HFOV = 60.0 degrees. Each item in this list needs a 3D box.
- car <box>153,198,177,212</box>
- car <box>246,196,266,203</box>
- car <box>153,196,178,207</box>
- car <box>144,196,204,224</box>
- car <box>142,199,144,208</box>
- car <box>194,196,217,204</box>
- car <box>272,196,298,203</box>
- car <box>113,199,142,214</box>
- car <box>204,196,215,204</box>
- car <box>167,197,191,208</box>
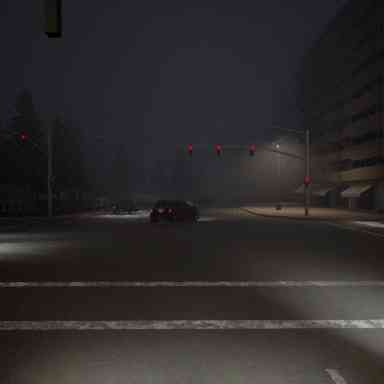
[{"bbox_3d":[-3.208,1.491,40.629,2.128,1.511,4.902,0,0,4],"label":"car"},{"bbox_3d":[13.156,1.477,68.031,5.008,1.535,1.882,0,0,-41],"label":"car"},{"bbox_3d":[-4.269,1.491,53.968,2.128,1.511,4.902,0,0,20],"label":"car"},{"bbox_3d":[-1.244,1.382,25.260,2.097,1.767,4.553,0,0,28],"label":"car"},{"bbox_3d":[-6.398,1.601,44.125,1.895,1.301,4.718,0,0,6],"label":"car"},{"bbox_3d":[2.727,1.496,67.220,2.128,1.511,4.902,0,0,38],"label":"car"},{"bbox_3d":[18.520,1.478,67.542,5.008,1.535,1.882,0,0,-33],"label":"car"},{"bbox_3d":[-6.945,1.526,35.047,1.812,1.442,4.674,0,0,2],"label":"car"},{"bbox_3d":[2.003,1.601,59.585,1.895,1.301,4.718,0,0,31],"label":"car"},{"bbox_3d":[-1.891,1.547,50.358,2.033,1.411,5.357,0,0,15],"label":"car"}]
